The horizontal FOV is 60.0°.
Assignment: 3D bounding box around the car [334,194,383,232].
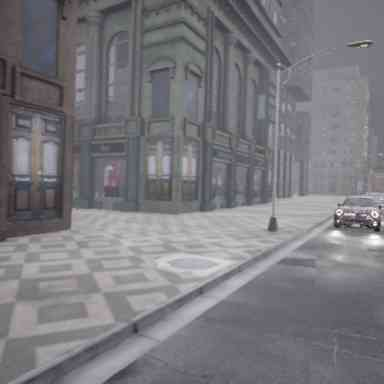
[{"bbox_3d":[9.094,1.018,18.075,2.097,1.767,4.553,2,2,30],"label":"car"}]
